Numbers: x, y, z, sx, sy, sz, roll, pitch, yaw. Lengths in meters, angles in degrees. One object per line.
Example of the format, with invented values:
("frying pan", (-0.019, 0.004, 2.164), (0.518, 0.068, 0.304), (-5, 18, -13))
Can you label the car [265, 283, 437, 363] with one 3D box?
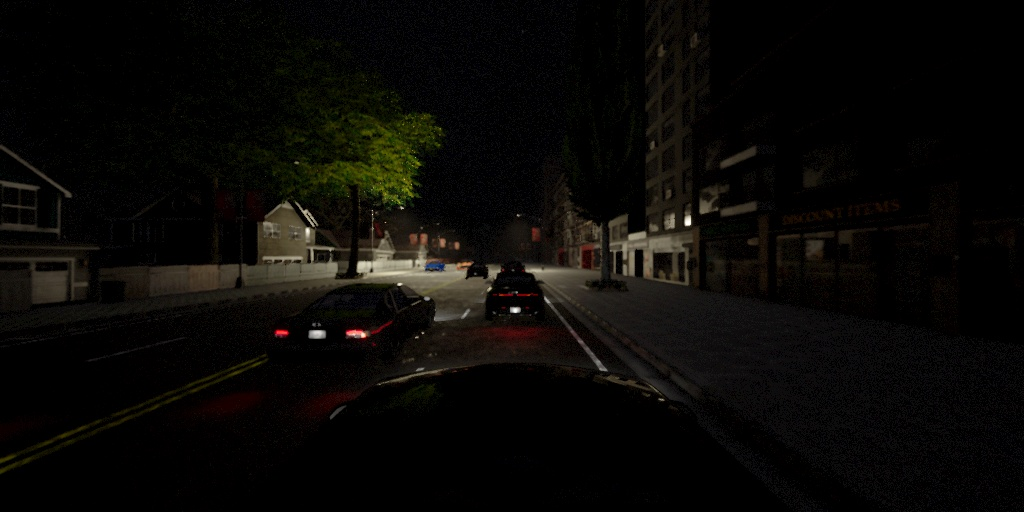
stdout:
("car", (-3.155, 1.323, 8.313), (2.033, 1.411, 5.357), (0, 0, 0))

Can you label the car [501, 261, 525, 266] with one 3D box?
("car", (0.085, 1.202, 30.644), (2.097, 1.767, 4.553), (0, 0, 0))

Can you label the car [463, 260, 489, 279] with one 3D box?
("car", (-3.164, 1.386, 33.424), (1.812, 1.442, 4.674), (0, 0, 0))

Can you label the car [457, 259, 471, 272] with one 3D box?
("car", (-6.555, 1.257, 51.004), (2.097, 1.767, 4.553), (0, 0, 0))

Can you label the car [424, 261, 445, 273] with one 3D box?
("car", (-9.838, 1.373, 46.043), (1.882, 1.535, 5.008), (0, 0, 0))

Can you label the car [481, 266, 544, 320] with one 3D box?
("car", (0.096, 1.297, 12.807), (1.837, 1.490, 4.892), (0, 0, 0))
